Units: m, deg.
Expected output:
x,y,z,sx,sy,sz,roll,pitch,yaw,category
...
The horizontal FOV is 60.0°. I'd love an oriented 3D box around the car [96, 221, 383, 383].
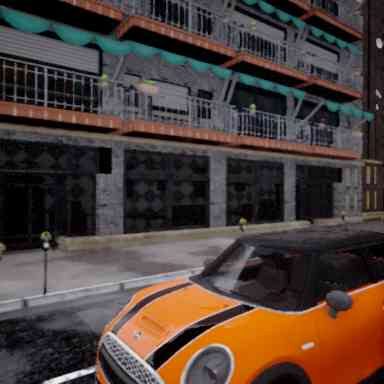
x,y,z,sx,sy,sz,roll,pitch,yaw,category
1.183,1.338,4.212,4.553,1.767,2.097,0,0,-35,car
